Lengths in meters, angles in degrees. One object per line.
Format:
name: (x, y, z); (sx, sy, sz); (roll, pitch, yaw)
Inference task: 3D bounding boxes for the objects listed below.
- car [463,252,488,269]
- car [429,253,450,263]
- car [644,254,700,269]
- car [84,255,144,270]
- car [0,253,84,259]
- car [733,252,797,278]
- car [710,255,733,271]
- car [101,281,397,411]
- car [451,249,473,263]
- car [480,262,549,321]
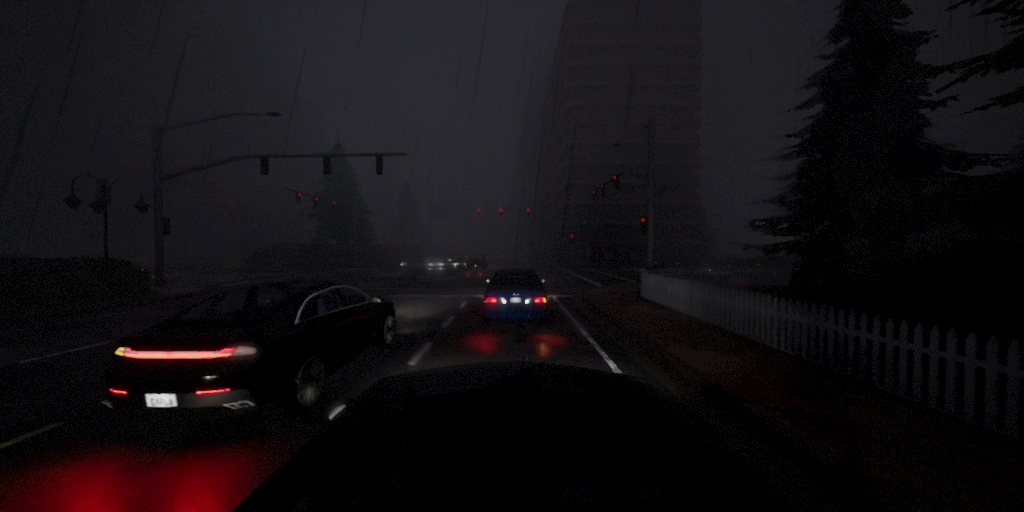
car: (-3.408, 0.571, 35.777); (1.895, 1.301, 4.718); (0, 1, 0)
car: (-10.582, 0.257, 51.370); (1.895, 1.301, 4.718); (0, 1, 0)
car: (15.480, 0.517, 34.594); (5.357, 1.411, 2.033); (0, 1, -17)
car: (-28.981, 0.679, 25.295); (4.892, 1.490, 1.837); (0, 1, 0)
car: (-29.708, 0.604, 21.786); (4.553, 1.767, 2.097); (0, 1, 0)
car: (18.106, 0.695, 24.598); (4.892, 1.490, 1.837); (0, 1, -16)
car: (20.168, 0.574, 32.761); (4.181, 1.385, 1.994); (-1, 1, -25)
car: (-3.431, 1.148, 5.935); (2.128, 1.511, 4.902); (0, 1, 0)
car: (-7.081, 0.127, 51.669); (1.882, 1.535, 5.008); (0, 2, 0)
car: (0.112, 1.084, 11.352); (2.033, 1.411, 5.357); (0, 1, 1)
